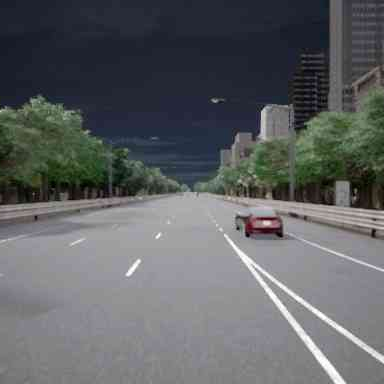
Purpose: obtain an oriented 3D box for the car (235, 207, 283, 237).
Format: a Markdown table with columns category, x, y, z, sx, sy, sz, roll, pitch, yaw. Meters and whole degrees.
| category | x | y | z | sx | sy | sz | roll | pitch | yaw |
| --- | --- | --- | --- | --- | --- | --- | --- | --- | --- |
| car | 3.569 | 1.542 | 18.294 | 2.163 | 1.488 | 4.792 | 0 | 0 | -1 |
